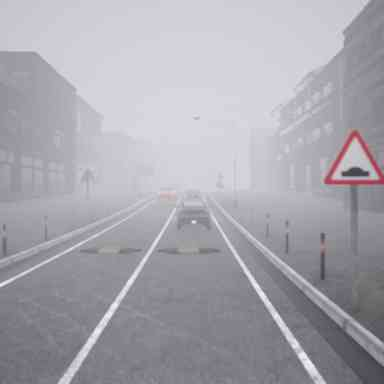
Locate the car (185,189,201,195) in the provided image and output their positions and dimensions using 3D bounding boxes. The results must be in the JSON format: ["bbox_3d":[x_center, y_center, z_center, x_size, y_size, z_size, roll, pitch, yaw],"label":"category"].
[{"bbox_3d":[0.104,0.387,37.707,2.033,1.411,5.357,0,3,0],"label":"car"}]

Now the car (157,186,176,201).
[{"bbox_3d":[-3.047,0.056,40.320,2.097,1.767,4.553,0,3,1],"label":"car"}]

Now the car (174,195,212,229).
[{"bbox_3d":[0.099,1.192,19.377,1.837,1.490,4.892,0,2,0],"label":"car"}]
